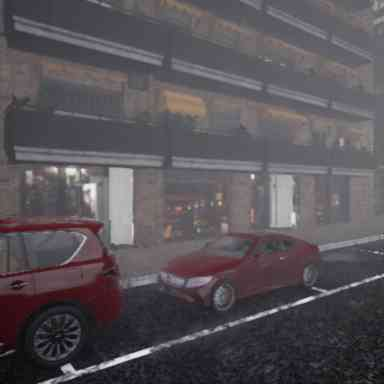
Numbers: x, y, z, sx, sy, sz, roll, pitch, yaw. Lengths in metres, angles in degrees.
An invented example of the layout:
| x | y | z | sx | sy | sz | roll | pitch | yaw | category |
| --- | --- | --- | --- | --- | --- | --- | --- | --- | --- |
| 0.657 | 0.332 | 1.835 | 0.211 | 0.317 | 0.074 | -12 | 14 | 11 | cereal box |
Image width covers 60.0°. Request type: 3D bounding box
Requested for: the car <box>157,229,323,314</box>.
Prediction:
| x | y | z | sx | sy | sz | roll | pitch | yaw | category |
| --- | --- | --- | --- | --- | --- | --- | --- | --- | --- |
| 1.250 | 1.539 | 7.460 | 4.206 | 1.307 | 1.802 | -1 | 1 | -36 | car |

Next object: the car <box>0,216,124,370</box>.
| x | y | z | sx | sy | sz | roll | pitch | yaw | category |
| --- | --- | --- | --- | --- | --- | --- | --- | --- | --- |
| -3.333 | 1.321 | 4.175 | 5.009 | 1.841 | 2.192 | -1 | 1 | -36 | car |
